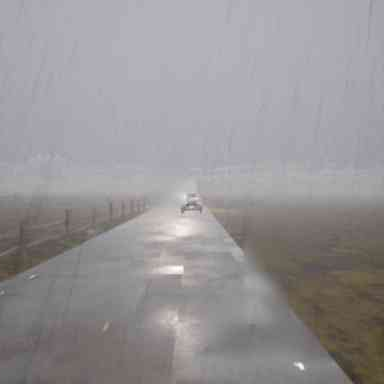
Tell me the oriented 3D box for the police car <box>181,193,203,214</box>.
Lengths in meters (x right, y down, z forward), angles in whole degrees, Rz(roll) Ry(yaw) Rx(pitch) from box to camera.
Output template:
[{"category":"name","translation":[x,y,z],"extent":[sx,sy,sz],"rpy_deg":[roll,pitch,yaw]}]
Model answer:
[{"category":"police car","translation":[-0.004,1.114,30.830],"extent":[2.038,1.542,4.974],"rpy_deg":[0,0,0]}]

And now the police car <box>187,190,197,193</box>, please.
[{"category":"police car","translation":[-0.007,0.441,62.094],"extent":[1.930,1.638,5.238],"rpy_deg":[0,2,0]}]
